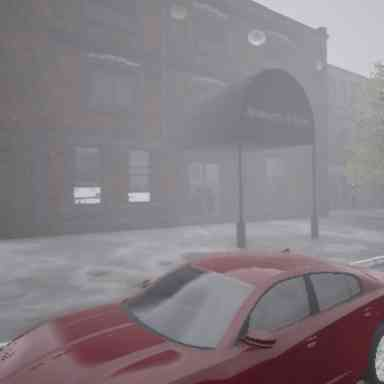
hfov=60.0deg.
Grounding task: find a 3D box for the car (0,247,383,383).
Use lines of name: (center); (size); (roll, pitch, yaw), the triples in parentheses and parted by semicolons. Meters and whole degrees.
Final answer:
car: (0.538, 1.477, 3.761); (5.008, 1.535, 1.882); (0, 0, -36)
